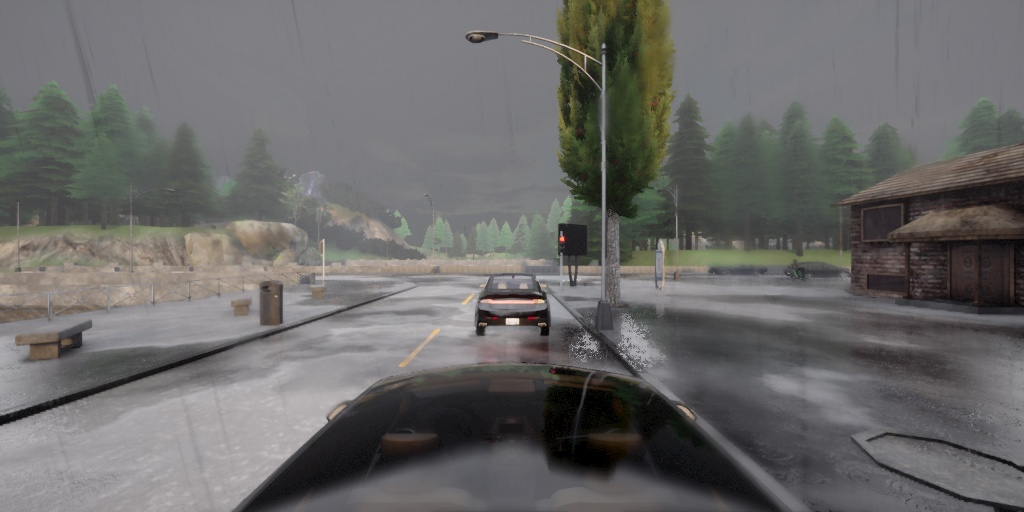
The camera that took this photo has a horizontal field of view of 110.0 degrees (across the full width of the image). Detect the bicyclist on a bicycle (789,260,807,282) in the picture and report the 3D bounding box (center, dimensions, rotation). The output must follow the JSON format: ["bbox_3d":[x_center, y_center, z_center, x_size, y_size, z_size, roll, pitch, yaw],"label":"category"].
[{"bbox_3d":[20.957,1.094,26.330,0.582,1.620,1.656,-1,0,0],"label":"bicyclist on a bicycle"}]

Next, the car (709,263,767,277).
[{"bbox_3d":[21.805,1.350,34.734,4.718,1.301,1.895,0,0,0],"label":"car"}]

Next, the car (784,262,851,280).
[{"bbox_3d":[26.062,1.254,30.545,4.892,1.490,1.837,0,0,0],"label":"car"}]

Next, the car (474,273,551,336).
[{"bbox_3d":[0.031,1.241,10.386,2.128,1.511,4.902,0,0,0],"label":"car"}]
